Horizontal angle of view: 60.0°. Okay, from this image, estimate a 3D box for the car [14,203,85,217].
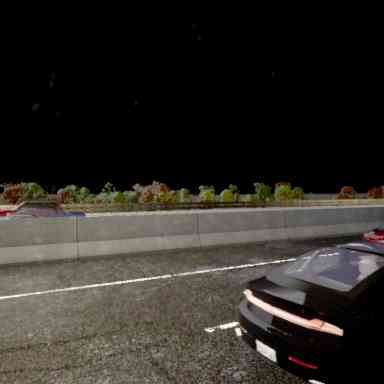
[{"bbox_3d":[-8.661,1.547,18.591,5.357,1.411,2.033,0,0,-28],"label":"car"}]

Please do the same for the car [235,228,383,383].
[{"bbox_3d":[2.929,1.491,4.734,4.902,1.511,2.128,0,0,-28],"label":"car"}]

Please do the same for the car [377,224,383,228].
[{"bbox_3d":[7.747,1.561,11.309,4.181,1.385,1.994,0,0,-28],"label":"car"}]

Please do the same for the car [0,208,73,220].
[{"bbox_3d":[-8.090,1.601,14.922,4.718,1.301,1.895,0,0,-28],"label":"car"}]

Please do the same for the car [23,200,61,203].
[{"bbox_3d":[-10.508,1.352,21.572,4.553,1.767,2.097,0,0,-28],"label":"car"}]
